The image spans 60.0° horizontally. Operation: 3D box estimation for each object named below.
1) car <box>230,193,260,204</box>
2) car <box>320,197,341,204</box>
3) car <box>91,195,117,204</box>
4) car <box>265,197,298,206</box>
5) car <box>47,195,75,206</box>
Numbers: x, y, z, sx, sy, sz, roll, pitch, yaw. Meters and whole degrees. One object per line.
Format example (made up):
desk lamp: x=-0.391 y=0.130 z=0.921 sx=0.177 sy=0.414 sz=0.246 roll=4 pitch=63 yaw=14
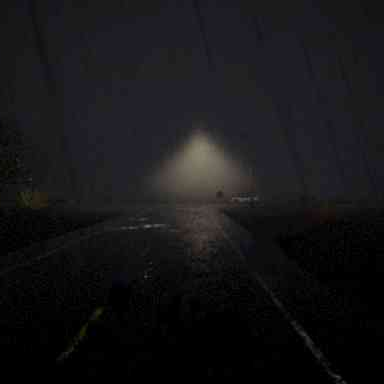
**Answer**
car: x=9.747 y=1.292 z=61.337 sx=5.566 sy=2.045 sz=2.150 roll=0 pitch=0 yaw=-2
car: x=26.103 y=1.604 z=61.817 sx=4.674 sy=1.442 sz=1.812 roll=0 pitch=0 yaw=-2
car: x=-16.034 y=1.274 z=60.658 sx=4.553 sy=1.767 sz=2.097 roll=0 pitch=0 yaw=-2
car: x=14.804 y=1.602 z=54.473 sx=5.357 sy=1.411 sz=2.033 roll=0 pitch=0 yaw=-2
car: x=-21.215 y=1.264 z=53.501 sx=4.553 sy=1.767 sz=2.097 roll=0 pitch=0 yaw=-2
